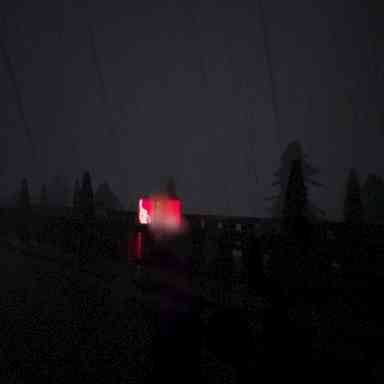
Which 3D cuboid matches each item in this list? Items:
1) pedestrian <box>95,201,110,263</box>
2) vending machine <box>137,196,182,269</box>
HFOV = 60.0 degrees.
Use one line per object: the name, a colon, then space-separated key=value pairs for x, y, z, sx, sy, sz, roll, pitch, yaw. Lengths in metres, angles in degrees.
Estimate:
pedestrian: x=-2.710 y=1.141 z=9.873 sx=0.375 sy=1.860 sz=0.375 roll=0 pitch=0 yaw=41
vending machine: x=-1.009 y=1.195 z=10.380 sx=0.880 sy=2.100 sz=1.100 roll=0 pitch=0 yaw=41
